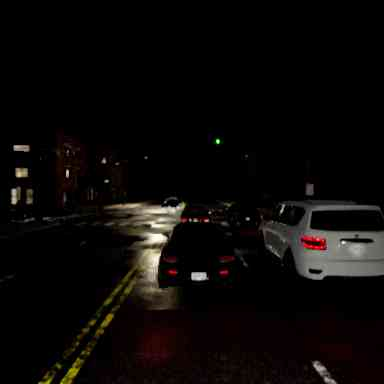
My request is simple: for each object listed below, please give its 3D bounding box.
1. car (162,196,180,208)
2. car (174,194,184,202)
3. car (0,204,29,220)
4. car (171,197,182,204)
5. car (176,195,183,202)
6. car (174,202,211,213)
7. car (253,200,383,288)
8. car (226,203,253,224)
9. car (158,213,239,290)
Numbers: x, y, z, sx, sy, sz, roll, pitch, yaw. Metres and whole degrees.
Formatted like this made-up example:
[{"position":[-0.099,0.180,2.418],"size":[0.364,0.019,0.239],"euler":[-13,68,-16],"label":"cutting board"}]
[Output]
[{"position":[-3.165,1.602,47.788],"size":[1.994,1.385,4.181],"euler":[0,0,0],"label":"car"},{"position":[-3.039,1.420,76.151],"size":[2.097,1.767,4.553],"euler":[0,0,0],"label":"car"},{"position":[-18.059,1.846,30.603],"size":[5.357,1.411,2.033],"euler":[-1,1,-1],"label":"car"},{"position":[-3.062,1.619,66.029],"size":[1.994,1.385,4.181],"euler":[0,0,0],"label":"car"},{"position":[-3.141,1.538,56.568],"size":[2.128,1.511,4.902],"euler":[0,0,0],"label":"car"},{"position":[0.184,1.563,20.271],"size":[2.033,1.411,5.357],"euler":[0,0,0],"label":"car"},{"position":[3.382,1.230,9.438],"size":[2.150,2.045,5.566],"euler":[0,0,1],"label":"car"},{"position":[3.450,1.495,22.946],"size":[1.882,1.535,5.008],"euler":[0,0,0],"label":"car"},{"position":[0.139,1.533,9.014],"size":[1.812,1.442,4.674],"euler":[0,0,0],"label":"car"}]
